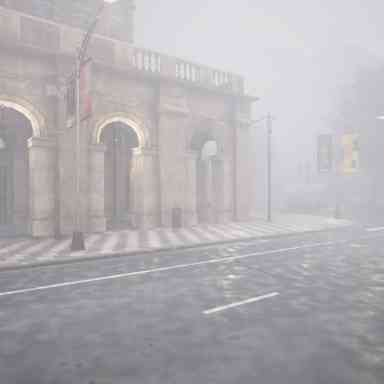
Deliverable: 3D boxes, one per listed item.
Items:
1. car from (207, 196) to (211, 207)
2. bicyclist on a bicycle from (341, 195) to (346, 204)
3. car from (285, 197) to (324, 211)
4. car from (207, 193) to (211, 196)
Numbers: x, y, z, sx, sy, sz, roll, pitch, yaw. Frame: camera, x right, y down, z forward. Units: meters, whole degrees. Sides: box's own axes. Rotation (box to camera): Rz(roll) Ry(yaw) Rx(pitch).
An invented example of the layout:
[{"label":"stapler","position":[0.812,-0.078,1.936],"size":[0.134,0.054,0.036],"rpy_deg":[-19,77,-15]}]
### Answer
[{"label":"car","position":[1.168,1.598,46.039],"size":[1.895,1.301,4.718],"rpy_deg":[0,0,-36]},{"label":"bicyclist on a bicycle","position":[25.797,1.306,56.542],"size":[1.656,1.620,0.582],"rpy_deg":[0,0,-36]},{"label":"car","position":[13.535,1.357,40.213],"size":[2.097,1.767,4.553],"rpy_deg":[0,0,-36]},{"label":"car","position":[3.225,1.227,54.583],"size":[2.150,2.045,5.566],"rpy_deg":[0,0,-36]}]
